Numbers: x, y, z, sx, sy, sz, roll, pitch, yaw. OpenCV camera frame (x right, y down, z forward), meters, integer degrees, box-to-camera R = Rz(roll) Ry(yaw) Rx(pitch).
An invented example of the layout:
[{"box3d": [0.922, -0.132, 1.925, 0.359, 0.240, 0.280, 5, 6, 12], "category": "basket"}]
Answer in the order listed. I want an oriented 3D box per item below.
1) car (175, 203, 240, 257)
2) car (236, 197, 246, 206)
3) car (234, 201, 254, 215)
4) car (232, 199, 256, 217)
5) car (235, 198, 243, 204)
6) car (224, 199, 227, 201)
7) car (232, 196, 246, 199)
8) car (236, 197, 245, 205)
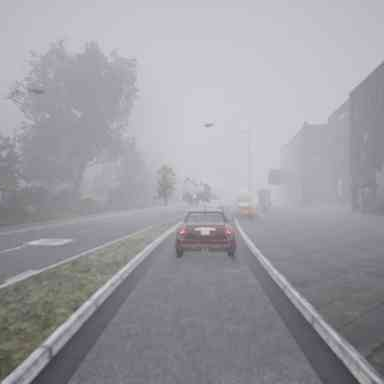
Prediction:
[{"box3d": [0.560, 1.410, 13.370, 2.097, 1.767, 4.553, 0, 0, 3], "category": "car"}, {"box3d": [10.526, 2.081, 71.917, 2.185, 1.767, 4.553, 0, -1, 8], "category": "car"}, {"box3d": [6.062, 1.857, 39.006, 2.163, 1.488, 4.792, 0, -1, 7], "category": "car"}, {"box3d": [5.347, 1.761, 33.555, 2.097, 1.535, 5.008, 0, -1, 7], "category": "car"}, {"box3d": [13.246, 2.475, 94.153, 2.163, 1.488, 4.792, 0, -1, 6], "category": "car"}, {"box3d": [2.146, 1.731, 31.285, 1.882, 1.535, 5.008, 0, -1, 7], "category": "car"}, {"box3d": [9.790, 1.896, 66.482, 2.435, 2.045, 5.566, 0, -1, 8], "category": "car"}, {"box3d": [12.018, 2.202, 82.914, 2.185, 1.767, 4.553, 1, 0, 7], "category": "car"}]
